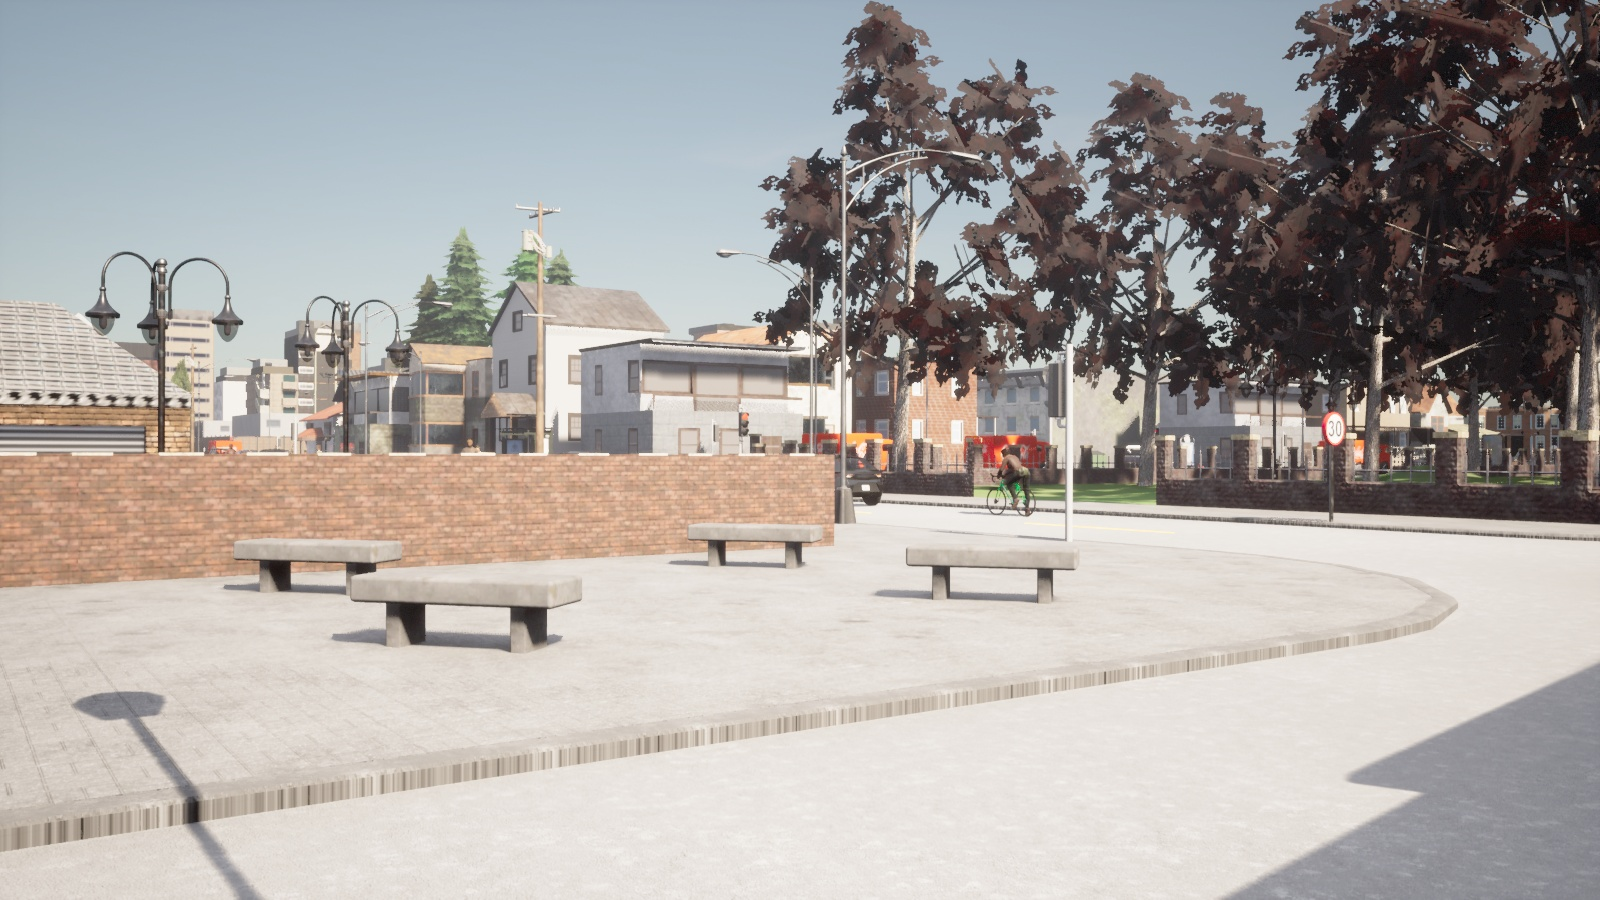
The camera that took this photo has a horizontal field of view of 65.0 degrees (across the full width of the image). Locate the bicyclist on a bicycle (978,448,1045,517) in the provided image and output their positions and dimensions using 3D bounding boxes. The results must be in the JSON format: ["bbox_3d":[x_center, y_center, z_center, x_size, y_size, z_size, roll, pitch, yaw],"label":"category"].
[{"bbox_3d":[5.038,0.760,30.000,0.582,1.620,1.656,0,0,-35],"label":"bicyclist on a bicycle"}]

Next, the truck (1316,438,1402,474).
[{"bbox_3d":[38.474,0.388,86.490,5.204,2.467,2.627,0,0,-25],"label":"truck"}]

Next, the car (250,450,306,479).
[{"bbox_3d":[-31.357,0.840,75.362,2.242,1.667,4.611,0,0,-35],"label":"car"}]

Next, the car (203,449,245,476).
[{"bbox_3d":[-40.874,0.866,89.074,1.932,1.855,4.605,0,0,-35],"label":"car"}]

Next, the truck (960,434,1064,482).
[{"bbox_3d":[11.362,0.398,67.218,5.204,2.467,2.627,0,0,-38],"label":"truck"}]

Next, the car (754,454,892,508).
[{"bbox_3d":[0.603,0.846,36.427,1.816,1.474,4.193,0,0,-36],"label":"car"}]

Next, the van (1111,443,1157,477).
[{"bbox_3d":[21.280,0.617,79.831,2.069,2.038,4.480,1,1,25],"label":"van"}]

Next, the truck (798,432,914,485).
[{"bbox_3d":[2.738,0.402,61.153,5.204,2.467,2.627,0,0,-39],"label":"truck"}]
